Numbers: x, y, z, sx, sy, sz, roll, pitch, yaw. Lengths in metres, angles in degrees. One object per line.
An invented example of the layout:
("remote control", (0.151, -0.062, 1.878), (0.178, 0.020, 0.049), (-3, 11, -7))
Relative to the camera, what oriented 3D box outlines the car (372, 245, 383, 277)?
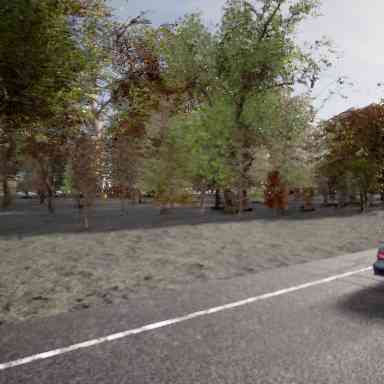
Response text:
("car", (6.736, 1.528, 8.563), (5.357, 1.411, 2.033), (0, 0, -36))
